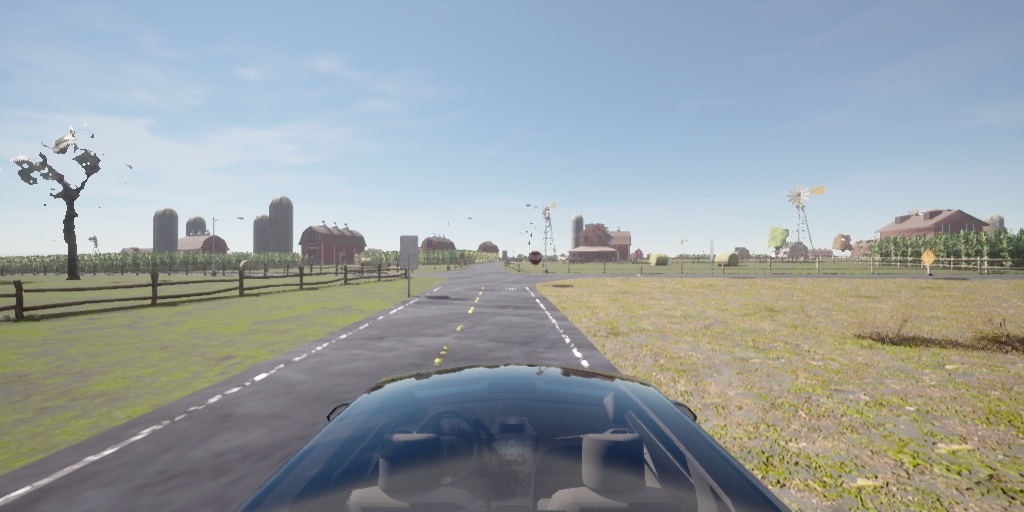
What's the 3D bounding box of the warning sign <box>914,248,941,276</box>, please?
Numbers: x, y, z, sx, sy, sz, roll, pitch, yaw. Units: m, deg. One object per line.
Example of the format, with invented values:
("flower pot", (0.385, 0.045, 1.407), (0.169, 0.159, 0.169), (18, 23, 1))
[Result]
("warning sign", (27.619, 0.408, 23.715), (1.060, 1.860, 1.300), (0, 0, 19))
